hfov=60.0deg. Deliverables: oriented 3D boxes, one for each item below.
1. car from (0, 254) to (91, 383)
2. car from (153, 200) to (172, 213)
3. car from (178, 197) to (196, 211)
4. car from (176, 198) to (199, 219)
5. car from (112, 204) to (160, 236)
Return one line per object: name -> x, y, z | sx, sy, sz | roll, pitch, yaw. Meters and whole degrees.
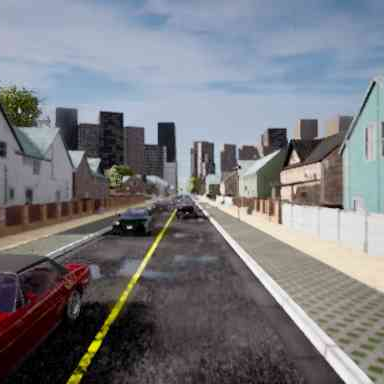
car -> -2.888, 1.612, 4.322 | 1.895, 1.301, 4.718 | 0, 0, -1
car -> -3.304, 1.588, 36.952 | 1.994, 1.385, 4.181 | 0, 0, -1
car -> -0.604, 1.488, 41.242 | 2.128, 1.511, 4.902 | 0, 0, 0
car -> -0.389, 1.488, 29.482 | 2.128, 1.511, 4.902 | 0, 0, 0
car -> -3.101, 1.574, 18.506 | 1.994, 1.385, 4.181 | 0, 0, 0
